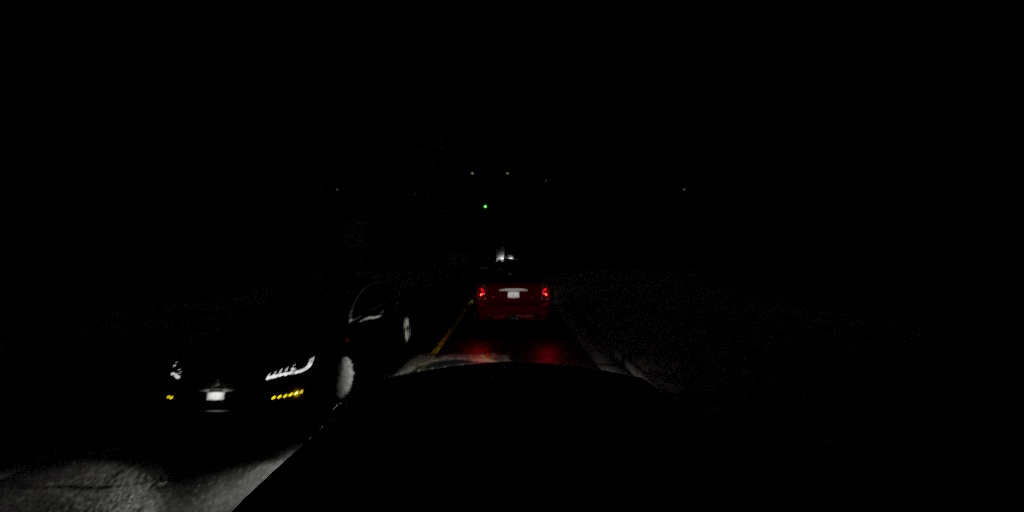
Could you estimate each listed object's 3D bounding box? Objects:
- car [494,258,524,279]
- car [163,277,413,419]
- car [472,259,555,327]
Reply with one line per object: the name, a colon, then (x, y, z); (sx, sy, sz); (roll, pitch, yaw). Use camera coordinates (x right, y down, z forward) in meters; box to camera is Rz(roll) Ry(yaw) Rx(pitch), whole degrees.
car: (-0.352, 0.891, 26.945); (1.895, 1.301, 4.718); (0, 1, -5)
car: (-3.119, 1.175, 6.184); (1.837, 1.490, 4.892); (0, 1, 0)
car: (0.034, 0.934, 10.907); (2.097, 1.767, 4.553); (0, 1, 0)
